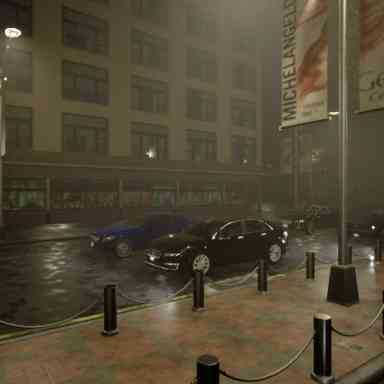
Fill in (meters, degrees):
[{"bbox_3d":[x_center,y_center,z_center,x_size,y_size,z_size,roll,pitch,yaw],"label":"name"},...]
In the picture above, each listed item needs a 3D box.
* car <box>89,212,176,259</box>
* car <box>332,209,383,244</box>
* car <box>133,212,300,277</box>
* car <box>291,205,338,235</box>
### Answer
[{"bbox_3d":[-1.514,1.526,12.764,4.674,1.442,1.812,0,0,-35],"label":"car"},{"bbox_3d":[9.076,1.601,16.036,4.718,1.301,1.895,0,0,-35],"label":"car"},{"bbox_3d":[0.918,1.505,10.195,4.892,1.490,1.837,0,0,-36],"label":"car"},{"bbox_3d":[6.851,1.491,18.746,4.902,1.511,2.128,0,0,-35],"label":"car"}]
